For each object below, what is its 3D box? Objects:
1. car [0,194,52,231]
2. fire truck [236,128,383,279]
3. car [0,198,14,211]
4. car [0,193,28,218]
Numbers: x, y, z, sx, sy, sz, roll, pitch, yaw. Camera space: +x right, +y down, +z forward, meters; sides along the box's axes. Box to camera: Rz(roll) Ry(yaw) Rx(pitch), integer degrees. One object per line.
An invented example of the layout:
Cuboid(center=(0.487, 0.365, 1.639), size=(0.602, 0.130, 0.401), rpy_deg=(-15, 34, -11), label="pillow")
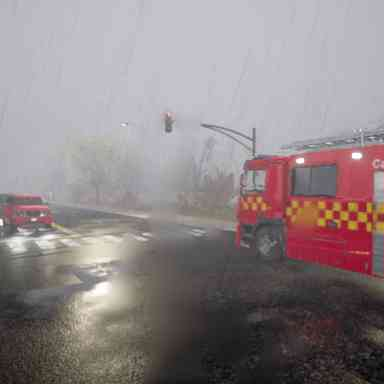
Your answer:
Cuboid(center=(-10.480, 1.198, 20.998), size=(2.150, 2.045, 5.566), rpy_deg=(0, 0, -35), label="car")
Cuboid(center=(4.880, 0.394, 8.901), size=(2.891, 3.827, 8.468), rpy_deg=(1, 0, -31), label="fire truck")
Cuboid(center=(-23.807, 1.490, 41.925), size=(2.033, 1.411, 5.357), rpy_deg=(0, 0, -32), label="car")
Cuboid(center=(-16.763, 1.182, 30.873), size=(2.150, 2.045, 5.566), rpy_deg=(0, 0, -32), label="car")
